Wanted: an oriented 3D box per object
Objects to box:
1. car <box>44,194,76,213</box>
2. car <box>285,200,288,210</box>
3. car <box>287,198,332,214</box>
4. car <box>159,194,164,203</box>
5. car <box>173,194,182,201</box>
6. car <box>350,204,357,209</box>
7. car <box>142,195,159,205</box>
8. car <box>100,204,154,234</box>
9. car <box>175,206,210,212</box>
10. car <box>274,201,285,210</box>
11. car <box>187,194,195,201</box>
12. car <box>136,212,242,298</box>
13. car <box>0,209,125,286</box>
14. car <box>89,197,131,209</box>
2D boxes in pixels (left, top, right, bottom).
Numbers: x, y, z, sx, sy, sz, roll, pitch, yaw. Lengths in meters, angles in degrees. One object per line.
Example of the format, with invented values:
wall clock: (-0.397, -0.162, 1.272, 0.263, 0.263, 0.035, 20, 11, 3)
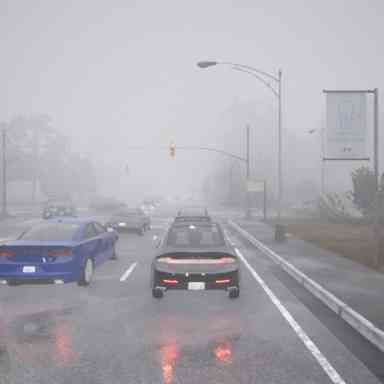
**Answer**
car: (-10.813, 1.219, 27.143, 2.150, 2.045, 5.566, 2, -1, -25)
car: (13.570, 1.524, 38.103, 4.674, 1.442, 1.812, 0, 0, 3)
car: (12.764, 1.599, 34.443, 4.718, 1.301, 1.895, 0, 0, 3)
car: (-7.261, 1.502, 65.951, 1.837, 1.490, 4.892, 0, 0, 0)
car: (-3.800, 1.467, 85.277, 1.882, 1.535, 5.008, 0, 0, 0)
car: (22.589, 1.541, 41.133, 5.357, 1.411, 2.033, 0, 0, 3)
car: (-7.278, 1.502, 56.583, 1.837, 1.490, 4.892, 0, 0, 0)
car: (-3.463, 1.563, 18.464, 1.994, 1.385, 4.181, 0, 0, 0)
car: (0.038, 1.477, 17.964, 1.882, 1.535, 5.008, 0, 0, 0)
car: (12.852, 1.489, 41.661, 4.902, 1.511, 2.128, 0, 0, 3)
car: (-0.302, 1.514, 85.673, 2.128, 1.511, 4.902, 0, 0, 0)
car: (0.073, 1.491, 8.468, 2.128, 1.511, 4.902, 0, 0, 0)
car: (-3.431, 1.477, 9.472, 1.882, 1.535, 5.008, 0, 0, 0)
car: (-8.547, 1.350, 35.575, 4.553, 1.767, 2.097, 0, 0, 3)
